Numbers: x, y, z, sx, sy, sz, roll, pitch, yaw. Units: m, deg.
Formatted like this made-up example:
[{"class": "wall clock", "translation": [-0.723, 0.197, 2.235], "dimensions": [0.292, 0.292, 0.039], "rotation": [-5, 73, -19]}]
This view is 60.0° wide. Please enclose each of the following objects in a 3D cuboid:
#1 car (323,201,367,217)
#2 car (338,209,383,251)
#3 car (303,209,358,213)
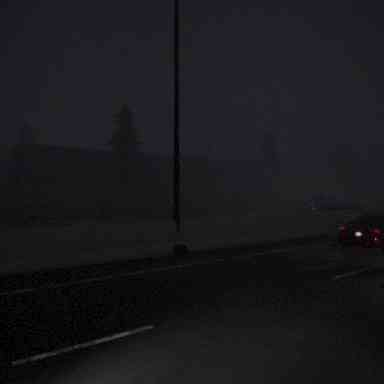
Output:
[{"class": "car", "translation": [14.648, 1.581, 31.777], "dimensions": [4.181, 1.385, 1.994], "rotation": [0, 0, -36]}, {"class": "car", "translation": [7.931, 1.572, 13.770], "dimensions": [4.181, 1.385, 1.994], "rotation": [0, 0, -36]}, {"class": "car", "translation": [9.862, 1.560, 24.024], "dimensions": [5.357, 1.411, 2.033], "rotation": [0, 0, -36]}]
